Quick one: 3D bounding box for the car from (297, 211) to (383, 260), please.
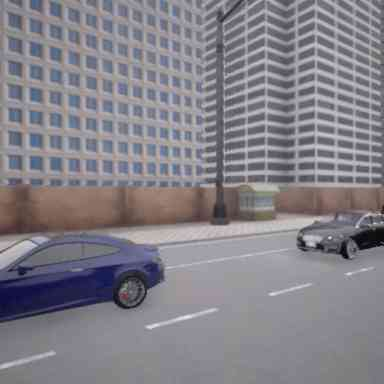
[{"bbox_3d":[5.978,1.479,12.561,4.902,1.511,2.128,0,0,-35],"label":"car"}]

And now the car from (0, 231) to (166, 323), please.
[{"bbox_3d":[-2.717,1.525,6.337,4.674,1.442,1.812,0,0,-36],"label":"car"}]
